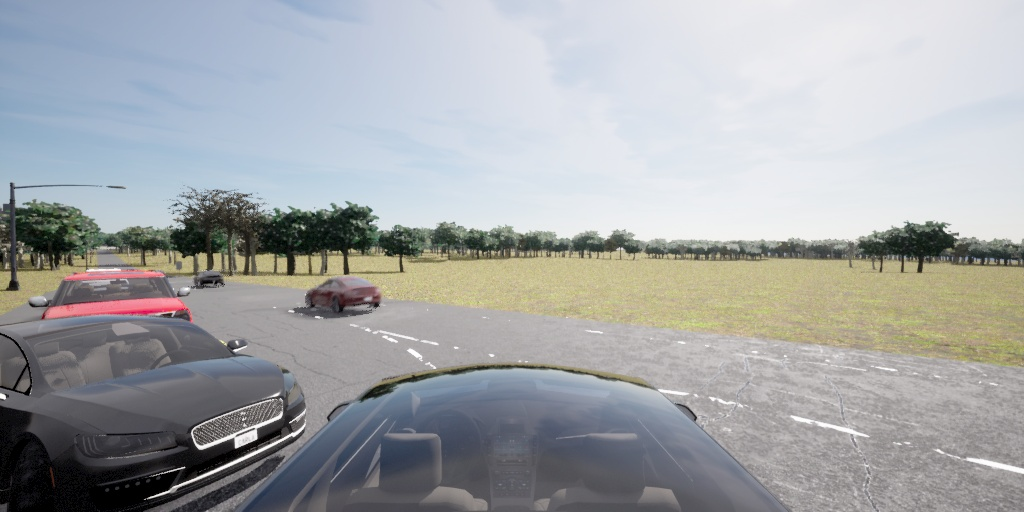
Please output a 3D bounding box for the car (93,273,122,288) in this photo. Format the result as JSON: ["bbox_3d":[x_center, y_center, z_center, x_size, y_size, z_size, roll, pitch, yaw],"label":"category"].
[{"bbox_3d":[-44.967,2.669,39.962,1.812,1.442,4.674,-1,0,-45],"label":"car"}]

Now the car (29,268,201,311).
[{"bbox_3d":[-9.480,1.386,8.621,5.566,2.045,2.150,-2,0,41],"label":"car"}]

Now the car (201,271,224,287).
[{"bbox_3d":[-30.400,2.267,35.921,4.892,1.490,1.837,-2,0,41],"label":"car"}]

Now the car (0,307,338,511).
[{"bbox_3d":[-4.564,1.445,3.981,4.892,1.490,1.837,-3,-3,21],"label":"car"}]

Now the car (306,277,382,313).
[{"bbox_3d":[-7.678,1.668,16.321,4.674,1.442,1.812,-2,0,41],"label":"car"}]

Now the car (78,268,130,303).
[{"bbox_3d":[-28.082,1.890,24.687,5.566,2.045,2.150,-2,0,41],"label":"car"}]
